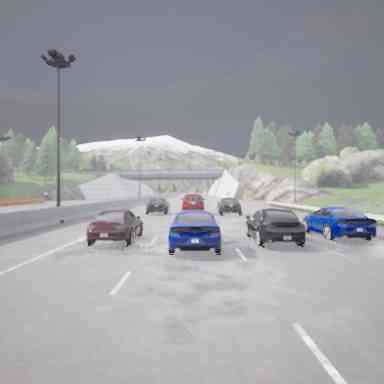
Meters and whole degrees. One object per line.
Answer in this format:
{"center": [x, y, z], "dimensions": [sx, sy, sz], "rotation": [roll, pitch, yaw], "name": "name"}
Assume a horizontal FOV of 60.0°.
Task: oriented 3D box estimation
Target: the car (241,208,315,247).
{"center": [3.603, 1.484, 14.974], "dimensions": [1.837, 1.490, 4.892], "rotation": [0, 0, 0], "name": "car"}

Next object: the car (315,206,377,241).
{"center": [7.103, 1.454, 16.542], "dimensions": [1.882, 1.535, 5.008], "rotation": [0, 0, 0], "name": "car"}

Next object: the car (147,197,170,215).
{"center": [-3.393, 1.306, 33.999], "dimensions": [2.097, 1.767, 4.553], "rotation": [0, 0, 0], "name": "car"}

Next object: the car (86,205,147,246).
{"center": [-3.397, 1.505, 15.142], "dimensions": [1.812, 1.442, 4.674], "rotation": [0, 0, 0], "name": "car"}

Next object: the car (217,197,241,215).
{"center": [3.608, 1.307, 32.948], "dimensions": [2.097, 1.767, 4.553], "rotation": [0, 0, 0], "name": "car"}

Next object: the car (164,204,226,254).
{"center": [0.103, 1.459, 13.414], "dimensions": [1.882, 1.535, 5.008], "rotation": [0, 0, 0], "name": "car"}

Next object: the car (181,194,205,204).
{"center": [0.107, 1.176, 33.041], "dimensions": [2.150, 2.045, 5.566], "rotation": [0, 0, 0], "name": "car"}
